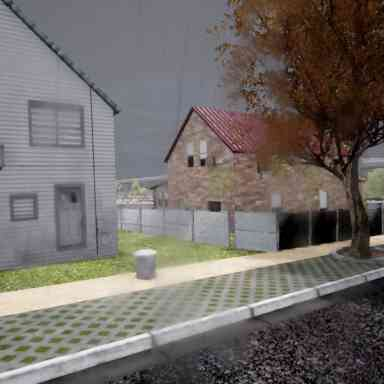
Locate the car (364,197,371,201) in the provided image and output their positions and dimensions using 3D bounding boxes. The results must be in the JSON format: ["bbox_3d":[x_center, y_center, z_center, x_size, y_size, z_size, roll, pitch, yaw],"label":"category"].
[{"bbox_3d":[28.622,1.742,58.077,2.097,1.767,4.553,-2,0,1],"label":"car"}]

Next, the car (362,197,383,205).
[{"bbox_3d":[35.232,1.745,64.807,1.812,1.442,4.674,-2,0,0],"label":"car"}]

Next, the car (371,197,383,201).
[{"bbox_3d":[31.898,1.789,58.692,1.837,1.490,4.892,-2,0,1],"label":"car"}]

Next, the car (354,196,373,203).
[{"bbox_3d":[38.570,1.679,74.954,1.895,1.301,4.718,-2,0,0],"label":"car"}]
